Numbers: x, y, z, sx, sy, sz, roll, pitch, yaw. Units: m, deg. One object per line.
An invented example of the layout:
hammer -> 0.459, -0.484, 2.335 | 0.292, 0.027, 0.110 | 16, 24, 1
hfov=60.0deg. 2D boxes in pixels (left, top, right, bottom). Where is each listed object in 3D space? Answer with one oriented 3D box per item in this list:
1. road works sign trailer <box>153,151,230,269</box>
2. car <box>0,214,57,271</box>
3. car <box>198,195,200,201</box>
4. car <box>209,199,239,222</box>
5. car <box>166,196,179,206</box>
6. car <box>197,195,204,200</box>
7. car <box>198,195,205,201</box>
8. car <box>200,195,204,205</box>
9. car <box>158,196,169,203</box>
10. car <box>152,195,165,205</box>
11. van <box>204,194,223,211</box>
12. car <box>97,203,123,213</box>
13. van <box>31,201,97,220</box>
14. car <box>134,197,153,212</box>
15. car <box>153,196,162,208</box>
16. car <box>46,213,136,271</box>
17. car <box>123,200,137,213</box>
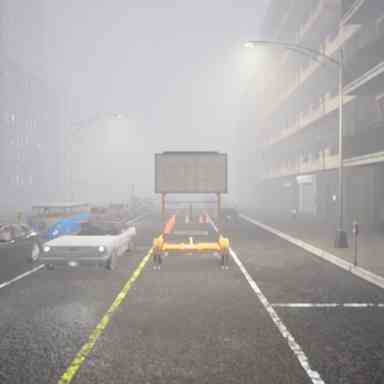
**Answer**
road works sign trailer -> -0.029, 0.449, 11.101 | 2.380, 3.560, 2.880 | 0, 0, 0
car -> -5.717, 1.538, 9.188 | 2.008, 1.369, 4.403 | 0, 0, 0
car -> 2.460, 1.514, 81.008 | 1.947, 1.339, 4.313 | 0, 0, 0
car -> 2.617, 1.518, 25.780 | 2.008, 1.369, 4.403 | 0, 0, 0
car -> -3.154, 1.606, 55.233 | 1.895, 1.301, 4.718 | 0, 0, 0
car -> 2.427, 1.478, 92.224 | 1.752, 1.417, 4.829 | 0, 0, 0
car -> 2.444, 1.475, 86.700 | 1.752, 1.417, 4.829 | 0, 0, 0
car -> 2.554, 1.497, 47.870 | 1.887, 1.381, 4.507 | 0, 0, 0
car -> -5.889, 1.512, 69.939 | 1.947, 1.339, 4.313 | 0, 0, 0
car -> -5.858, 1.389, 58.894 | 1.967, 1.590, 4.097 | 0, 0, 0
van -> 2.585, 1.299, 36.825 | 1.690, 1.788, 3.998 | 0, 0, 0
car -> -5.748, 1.517, 20.233 | 1.887, 1.381, 4.507 | 0, 0, 0
van -> -5.733, 1.321, 14.710 | 1.690, 1.788, 3.998 | 0, 0, 0
car -> -5.796, 1.398, 36.803 | 1.967, 1.590, 4.097 | 0, 0, 0
car -> -5.827, 1.503, 47.847 | 2.008, 1.369, 4.403 | 0, 0, 0
car -> -3.129, 1.585, 10.960 | 1.895, 1.301, 4.718 | 0, 0, 0
car -> -5.764, 1.533, 25.756 | 1.947, 1.339, 4.313 | 0, 0, 0
